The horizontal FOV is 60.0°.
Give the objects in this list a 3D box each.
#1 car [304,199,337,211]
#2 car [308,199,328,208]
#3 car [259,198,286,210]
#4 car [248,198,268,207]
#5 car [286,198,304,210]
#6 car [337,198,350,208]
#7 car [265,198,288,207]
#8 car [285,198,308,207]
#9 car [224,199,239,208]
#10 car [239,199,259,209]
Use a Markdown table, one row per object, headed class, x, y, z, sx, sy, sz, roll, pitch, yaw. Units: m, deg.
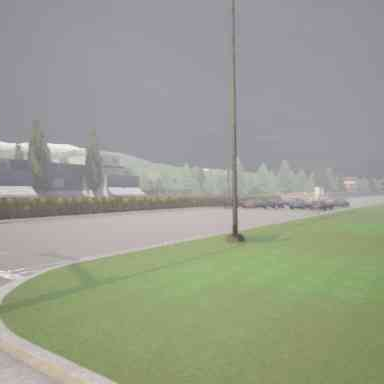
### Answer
| class | x | y | z | sx | sy | sz | roll | pitch | yaw |
| --- | --- | --- | --- | --- | --- | --- | --- | --- | --- |
| car | 16.611 | 1.639 | 42.733 | 2.128 | 1.511 | 4.902 | -1 | -1 | 37 |
| car | 20.445 | 1.792 | 53.900 | 1.895 | 1.301 | 4.718 | -1 | -1 | 36 |
| car | 11.941 | 1.743 | 48.177 | 1.837 | 1.490 | 4.892 | -1 | -1 | 37 |
| car | 11.977 | 1.893 | 60.108 | 1.994 | 1.385 | 4.181 | -1 | -1 | 36 |
| car | 15.273 | 1.756 | 46.787 | 1.994 | 1.385 | 4.181 | -1 | -1 | 37 |
| car | 22.749 | 1.693 | 51.128 | 2.033 | 1.411 | 5.357 | -1 | -1 | 36 |
| car | 14.793 | 1.831 | 58.030 | 2.033 | 1.411 | 5.357 | -1 | -1 | 36 |
| car | 17.610 | 1.785 | 55.953 | 2.033 | 1.411 | 5.357 | -1 | -1 | 36 |
| car | 6.866 | 1.835 | 53.077 | 1.837 | 1.490 | 4.892 | -1 | -1 | 37 |
| car | 9.360 | 1.848 | 50.563 | 1.994 | 1.385 | 4.181 | -1 | -1 | 37 |
